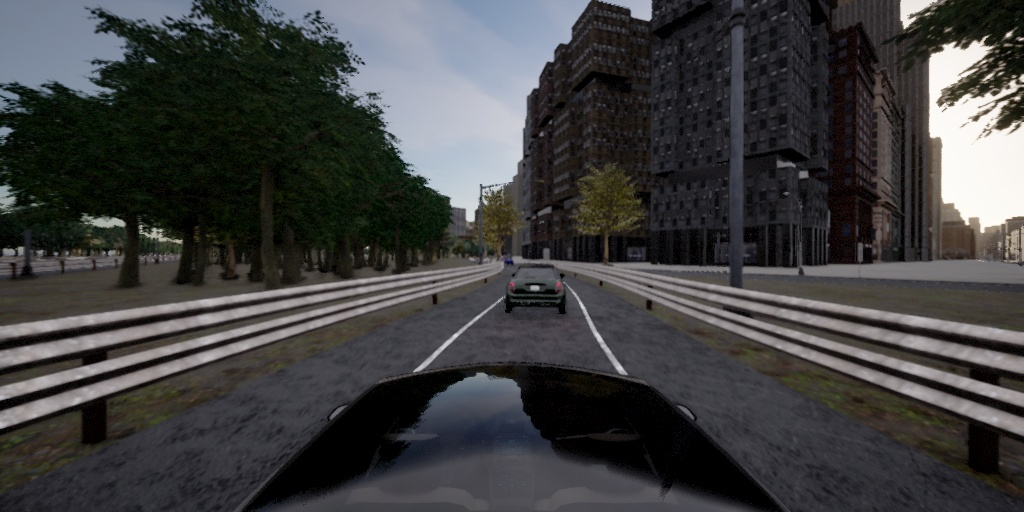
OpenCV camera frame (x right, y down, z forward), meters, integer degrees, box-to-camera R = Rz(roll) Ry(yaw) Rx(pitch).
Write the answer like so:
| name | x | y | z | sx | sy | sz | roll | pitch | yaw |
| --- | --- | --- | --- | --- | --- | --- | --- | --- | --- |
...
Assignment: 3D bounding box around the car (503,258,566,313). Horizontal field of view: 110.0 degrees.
| name | x | y | z | sx | sy | sz | roll | pitch | yaw |
| --- | --- | --- | --- | --- | --- | --- | --- | --- | --- |
| car | 0.993 | 1.084 | 14.048 | 2.097 | 1.767 | 4.553 | 0 | 0 | 6 |
